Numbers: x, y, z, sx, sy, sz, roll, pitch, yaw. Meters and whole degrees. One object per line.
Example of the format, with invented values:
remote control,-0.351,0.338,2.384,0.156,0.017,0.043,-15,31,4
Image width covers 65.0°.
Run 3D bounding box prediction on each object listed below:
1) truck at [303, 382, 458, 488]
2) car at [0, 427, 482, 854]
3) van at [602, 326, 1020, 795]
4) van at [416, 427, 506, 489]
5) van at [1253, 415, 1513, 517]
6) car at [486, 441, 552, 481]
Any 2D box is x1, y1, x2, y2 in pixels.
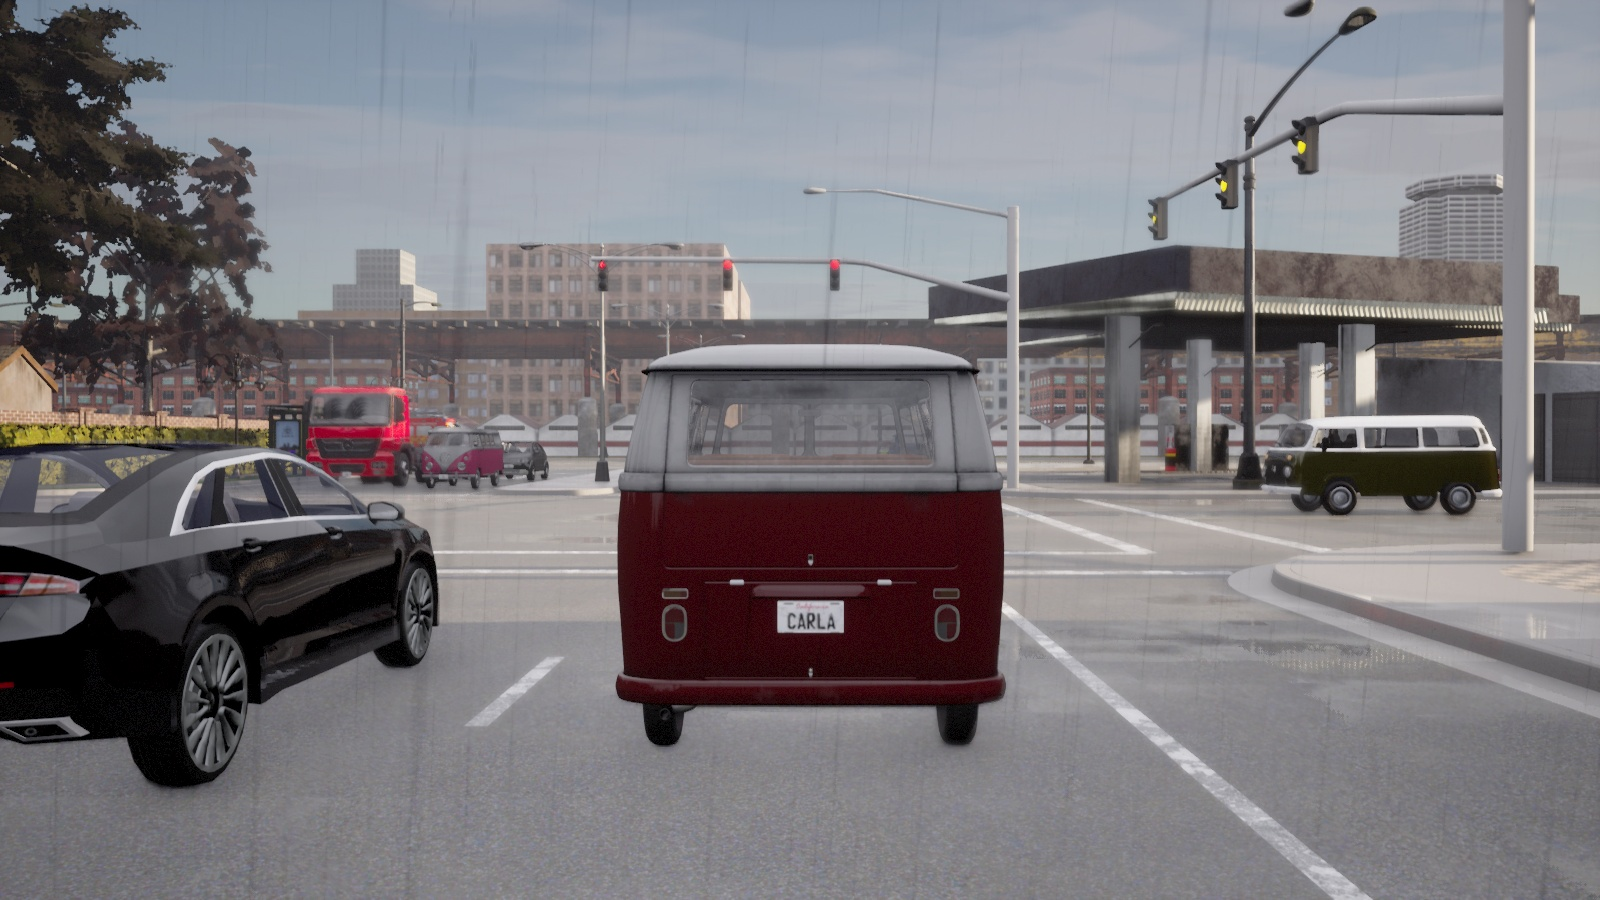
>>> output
truck,-14.767,-0.517,44.943,2.891,3.462,7.936,0,0,0
car,-3.445,0.658,6.895,2.128,1.511,4.902,0,0,0
van,0.059,0.454,7.547,1.775,1.987,4.442,0,0,0
van,-11.240,0.238,41.949,1.775,1.987,4.442,0,0,0
van,12.090,0.322,26.254,4.480,2.038,2.069,0,0,-1
car,-11.191,0.415,50.188,1.789,1.549,3.705,0,0,0
